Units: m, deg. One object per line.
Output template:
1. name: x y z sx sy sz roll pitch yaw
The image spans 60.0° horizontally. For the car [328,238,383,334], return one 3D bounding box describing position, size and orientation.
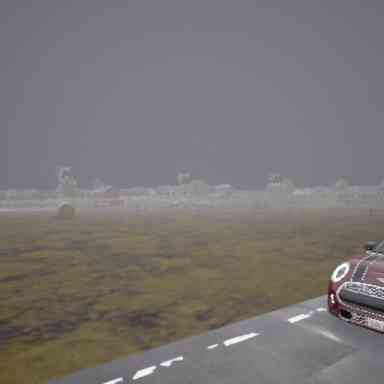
1. car: 4.601 1.415 6.335 4.553 1.767 2.097 0 -1 -36
